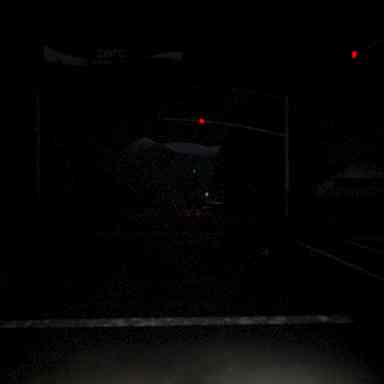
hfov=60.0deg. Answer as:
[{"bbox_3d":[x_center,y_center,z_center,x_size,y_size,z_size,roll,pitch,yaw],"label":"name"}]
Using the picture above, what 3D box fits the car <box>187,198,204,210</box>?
[{"bbox_3d":[0.430,1.540,43.487,2.128,1.511,4.902,0,-2,6],"label":"car"}]
